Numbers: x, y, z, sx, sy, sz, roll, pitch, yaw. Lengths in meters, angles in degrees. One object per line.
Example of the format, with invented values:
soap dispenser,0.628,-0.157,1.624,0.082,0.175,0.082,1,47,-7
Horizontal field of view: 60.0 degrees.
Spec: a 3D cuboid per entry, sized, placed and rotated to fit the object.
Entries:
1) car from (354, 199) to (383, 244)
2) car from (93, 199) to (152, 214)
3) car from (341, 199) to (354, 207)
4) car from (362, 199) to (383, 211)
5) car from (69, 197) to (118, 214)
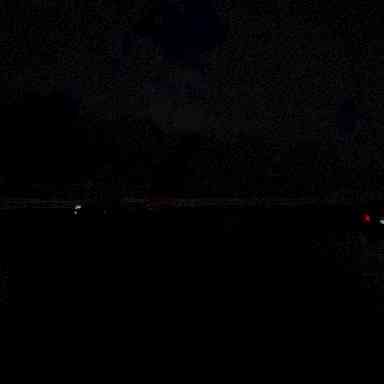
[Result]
car,9.994,1.329,15.105,5.566,2.045,2.150,1,0,-35
car,-5.150,1.460,25.927,4.181,1.385,1.994,1,0,-35
car,25.099,1.855,51.563,4.902,1.511,2.128,1,0,-35
car,27.129,1.872,48.715,5.008,1.535,1.882,1,0,-35
car,-7.981,1.207,28.213,4.553,1.767,2.097,1,0,-35
